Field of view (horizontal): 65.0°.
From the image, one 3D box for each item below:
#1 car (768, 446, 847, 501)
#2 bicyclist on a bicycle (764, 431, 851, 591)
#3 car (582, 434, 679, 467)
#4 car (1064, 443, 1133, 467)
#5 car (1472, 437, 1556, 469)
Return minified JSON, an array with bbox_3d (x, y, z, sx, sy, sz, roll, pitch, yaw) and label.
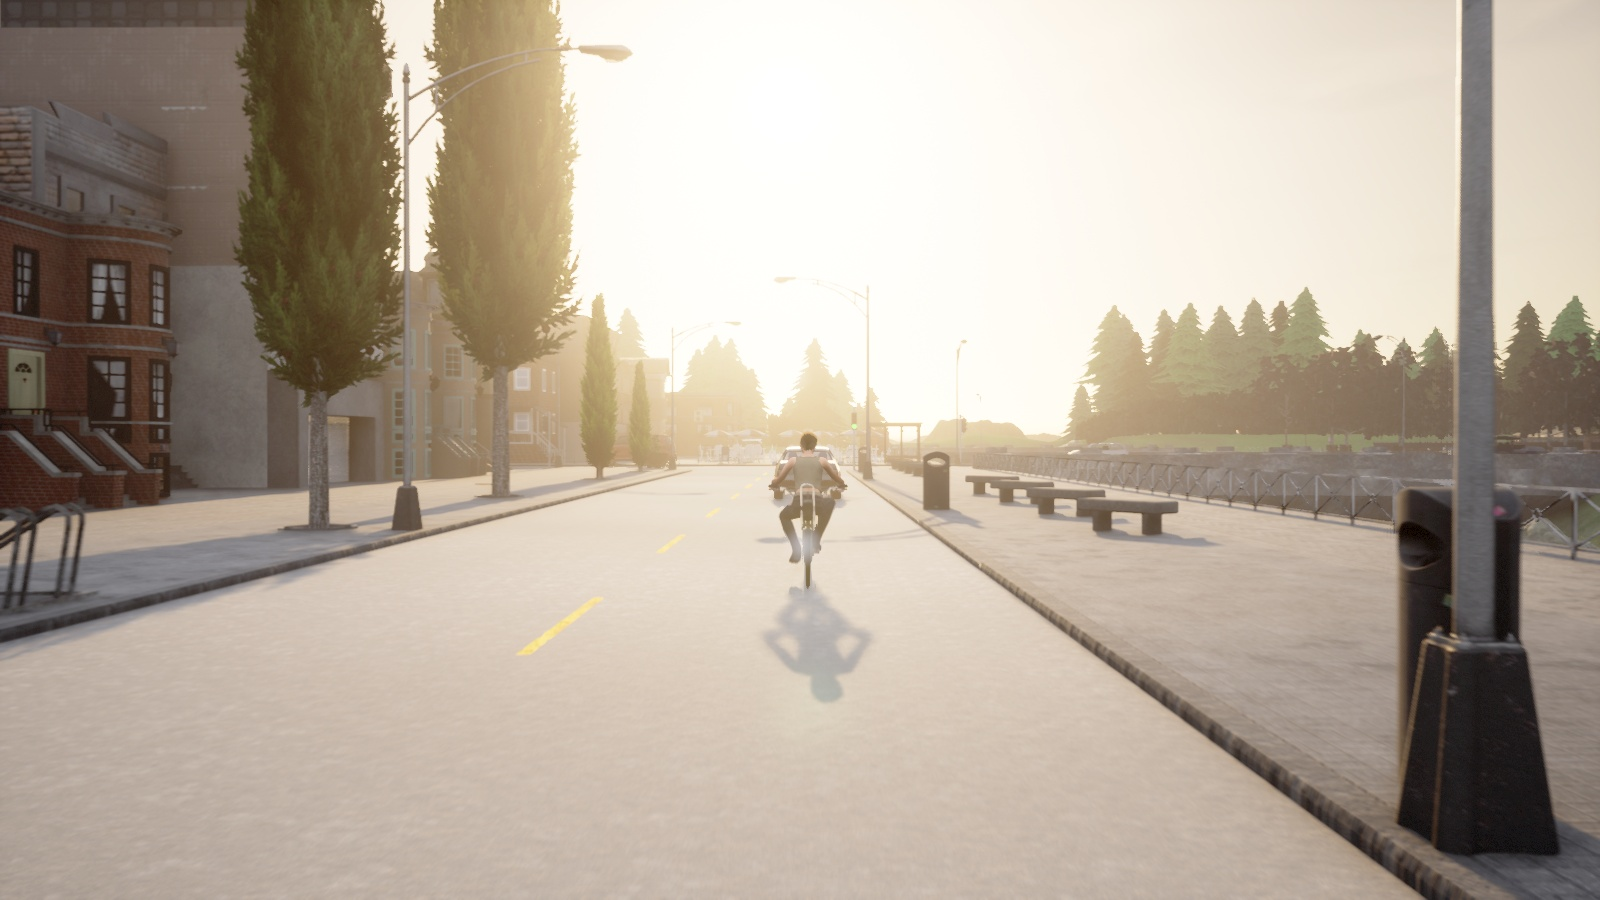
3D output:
[{"bbox_3d":[0.209,0.597,35.033,2.033,1.411,5.357,0,0,0],"label":"car"},{"bbox_3d":[0.085,0.608,13.357,0.866,1.612,1.509,0,0,1],"label":"bicyclist on a bicycle"},{"bbox_3d":[-10.536,0.017,78.149,5.566,2.045,2.150,0,0,9],"label":"car"},{"bbox_3d":[18.504,0.288,78.034,3.806,1.475,1.970,0,0,0],"label":"car"},{"bbox_3d":[41.976,0.160,73.908,3.866,1.878,1.905,0,0,0],"label":"car"}]
